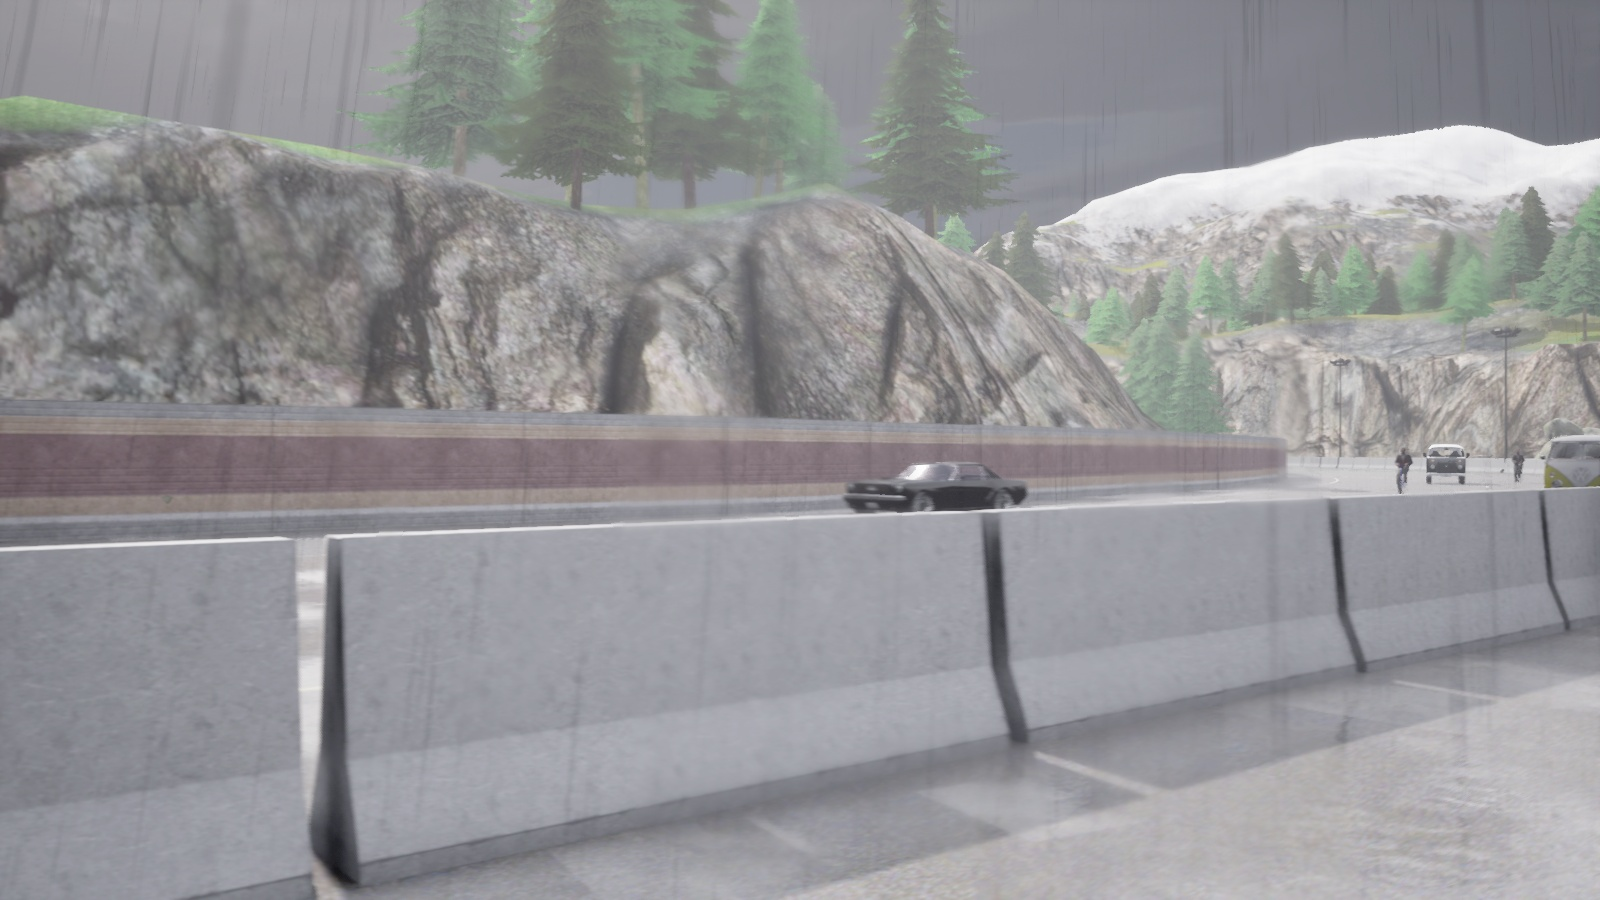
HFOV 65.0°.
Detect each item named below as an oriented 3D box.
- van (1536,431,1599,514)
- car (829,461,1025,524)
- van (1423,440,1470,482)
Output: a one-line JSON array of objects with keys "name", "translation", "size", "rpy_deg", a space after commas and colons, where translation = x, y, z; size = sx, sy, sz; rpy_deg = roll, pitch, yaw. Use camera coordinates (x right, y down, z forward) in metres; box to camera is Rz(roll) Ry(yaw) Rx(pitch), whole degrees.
[{"name": "van", "translation": [20.270, 0.538, 32.114], "size": [1.775, 1.987, 4.442], "rpy_deg": [0, 0, 40]}, {"name": "car", "translation": [3.012, 0.917, 28.997], "size": [4.718, 1.301, 1.895], "rpy_deg": [0, 0, -44]}, {"name": "van", "translation": [32.619, 0.567, 63.461], "size": [2.069, 2.038, 4.480], "rpy_deg": [0, 0, 26]}]
